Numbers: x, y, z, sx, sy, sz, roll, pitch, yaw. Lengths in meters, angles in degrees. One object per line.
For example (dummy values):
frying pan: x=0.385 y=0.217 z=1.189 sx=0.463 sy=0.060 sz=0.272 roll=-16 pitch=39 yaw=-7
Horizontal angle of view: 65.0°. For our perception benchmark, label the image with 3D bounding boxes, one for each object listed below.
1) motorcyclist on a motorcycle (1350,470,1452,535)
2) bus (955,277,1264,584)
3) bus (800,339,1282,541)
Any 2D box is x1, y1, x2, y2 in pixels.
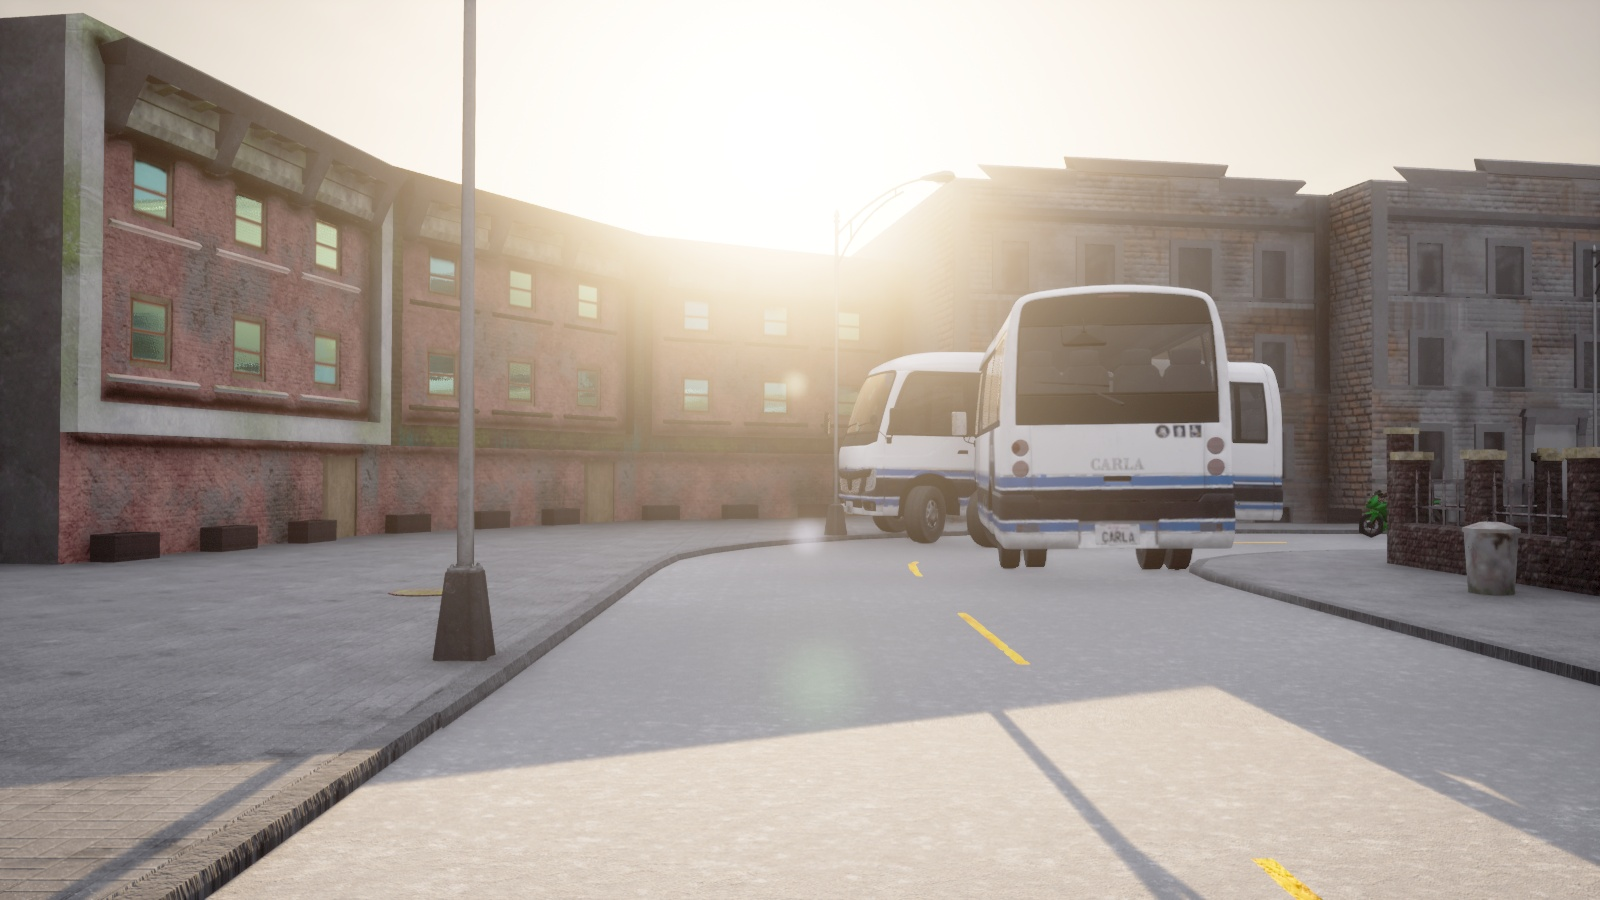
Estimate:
motorcyclist on a motorcycle: x=14.416 y=1.244 z=30.164 sx=2.044 sy=1.523 sz=0.797 roll=0 pitch=-1 yaw=0
bus: x=4.972 y=-0.200 z=22.849 sx=3.944 sy=4.253 sz=10.273 roll=-1 pitch=-1 yaw=6
bus: x=5.444 y=-0.112 z=29.294 sx=10.273 sy=4.253 sz=3.944 roll=1 pitch=-1 yaw=-11
